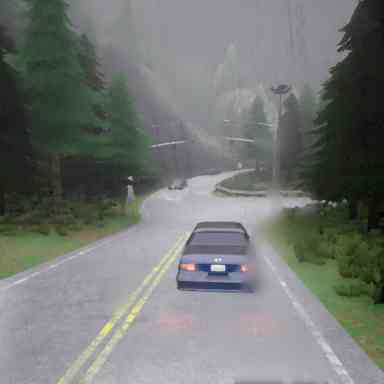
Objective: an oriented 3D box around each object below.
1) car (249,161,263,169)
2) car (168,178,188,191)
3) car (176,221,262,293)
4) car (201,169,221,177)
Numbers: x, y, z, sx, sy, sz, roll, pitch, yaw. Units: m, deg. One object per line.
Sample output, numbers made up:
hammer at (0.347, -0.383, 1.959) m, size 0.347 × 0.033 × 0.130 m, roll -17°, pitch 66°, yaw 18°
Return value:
car at (14.716, -5.893, 72.761) m, size 4.892 × 1.490 × 1.837 m, roll -8°, pitch 8°, yaw -29°
car at (-1.958, -1.126, 46.510) m, size 2.128 × 1.511 × 4.902 m, roll 1°, pitch 9°, yaw 14°
car at (0.736, 1.496, 8.909) m, size 2.033 × 1.411 × 5.357 m, roll 0°, pitch 0°, yaw 5°
car at (3.599, -3.666, 62.132) m, size 1.895 × 1.301 × 4.718 m, roll 3°, pitch 10°, yaw 33°
